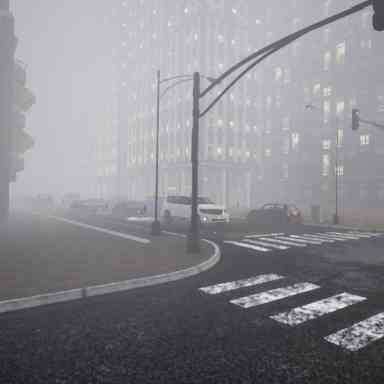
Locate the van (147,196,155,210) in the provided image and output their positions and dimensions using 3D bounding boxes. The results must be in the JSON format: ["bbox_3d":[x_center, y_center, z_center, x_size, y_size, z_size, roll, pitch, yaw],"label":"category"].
[{"bbox_3d":[-3.965,1.382,37.794,1.690,1.788,3.998,1,-1,-35],"label":"van"}]

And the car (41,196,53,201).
[{"bbox_3d":[-36.627,1.570,83.880,1.802,1.307,4.206,1,-1,-35],"label":"car"}]

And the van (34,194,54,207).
[{"bbox_3d":[-20.598,1.197,46.776,1.690,1.788,3.998,1,-1,-35],"label":"van"}]

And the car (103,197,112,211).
[{"bbox_3d":[-11.606,1.468,38.571,2.033,1.411,5.357,1,-1,-35],"label":"car"}]

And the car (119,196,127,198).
[{"bbox_3d":[-7.234,1.584,42.401,2.008,1.369,4.403,1,-1,-35],"label":"car"}]

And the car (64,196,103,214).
[{"bbox_3d":[-10.805,1.427,32.948,2.008,1.369,4.403,1,-1,-35],"label":"car"}]

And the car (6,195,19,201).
[{"bbox_3d":[-40.196,1.378,74.427,2.008,1.369,4.403,1,-1,-35],"label":"car"}]

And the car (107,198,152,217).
[{"bbox_3d":[-5.731,1.498,30.275,1.994,1.385,4.181,1,-1,-35],"label":"car"}]

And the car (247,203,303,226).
[{"bbox_3d":[5.831,1.505,23.966,1.967,1.590,4.097,1,-1,-35],"label":"car"}]

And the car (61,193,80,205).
[{"bbox_3d":[-20.403,1.182,56.345,2.150,2.045,5.566,1,-1,-35],"label":"car"}]

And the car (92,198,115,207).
[{"bbox_3d":[-13.766,1.586,51.618,1.947,1.339,4.313,1,-1,-35],"label":"car"}]

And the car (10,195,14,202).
[{"bbox_3d":[-36.931,1.397,69.818,1.947,1.339,4.313,1,-1,-35],"label":"car"}]

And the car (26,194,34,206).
[{"bbox_3d":[-23.868,1.432,51.383,1.802,1.307,4.206,1,-1,-35],"label":"car"}]

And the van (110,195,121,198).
[{"bbox_3d":[-10.496,1.368,47.012,1.690,1.788,3.998,1,-1,-35],"label":"van"}]

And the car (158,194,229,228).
[{"bbox_3d":[0.049,1.170,22.118,2.150,2.045,5.566,1,-1,-35],"label":"car"}]

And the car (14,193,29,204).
[{"bbox_3d":[-30.395,1.155,60.603,2.192,1.841,5.009,1,-1,-35],"label":"car"}]
